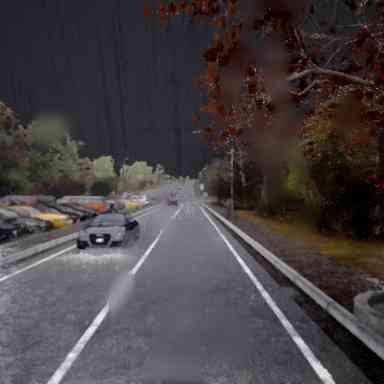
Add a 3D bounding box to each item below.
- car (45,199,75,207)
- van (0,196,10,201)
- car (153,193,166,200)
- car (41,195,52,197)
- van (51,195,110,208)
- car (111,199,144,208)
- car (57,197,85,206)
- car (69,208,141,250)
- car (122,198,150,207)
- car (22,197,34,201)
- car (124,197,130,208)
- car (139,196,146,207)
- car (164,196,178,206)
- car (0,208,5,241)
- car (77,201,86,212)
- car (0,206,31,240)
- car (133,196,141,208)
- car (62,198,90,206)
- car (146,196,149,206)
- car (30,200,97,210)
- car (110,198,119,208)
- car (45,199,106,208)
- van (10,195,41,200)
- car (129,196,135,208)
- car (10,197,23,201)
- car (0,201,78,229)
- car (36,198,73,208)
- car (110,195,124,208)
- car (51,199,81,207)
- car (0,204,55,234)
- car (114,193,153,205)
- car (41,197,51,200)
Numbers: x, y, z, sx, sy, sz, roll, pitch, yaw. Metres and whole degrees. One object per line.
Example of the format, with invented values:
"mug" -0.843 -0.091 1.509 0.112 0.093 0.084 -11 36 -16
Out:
"car" -23.456 1.942 59.246 4.674 1.452 2.002 0 -1 0
"van" -23.322 1.414 37.115 4.442 1.987 1.878 0 0 0
"car" -10.658 1.626 94.619 4.792 1.488 2.163 0 0 0
"car" -23.476 1.538 50.941 5.566 2.045 2.435 0 -1 0
"van" -10.460 1.385 31.502 4.442 1.987 1.878 0 0 0
"car" -10.378 1.829 53.699 4.892 1.521 2.231 0 -1 0
"car" -23.497 1.850 64.664 4.553 1.767 2.185 0 -1 0
"car" -3.390 1.589 14.222 1.994 1.385 4.181 0 0 0
"car" -10.387 1.940 62.027 5.008 1.535 2.097 0 -1 0
"car" -23.466 1.713 42.504 4.792 1.488 2.163 0 -1 0
"car" -10.348 1.661 39.830 4.892 1.521 2.231 0 -1 0
"car" -10.182 1.787 50.924 5.366 1.575 1.946 0 -1 0
"car" -3.560 1.904 62.019 2.033 1.411 5.357 0 -1 0
"car" -10.133 1.513 12.069 5.366 1.575 1.946 0 0 0
"car" -10.303 1.600 23.173 4.792 1.488 2.163 0 0 0
"car" -10.316 1.531 14.845 4.892 1.521 2.231 0 0 0
"car" -10.175 1.713 45.251 5.366 1.575 1.946 0 -1 0
"car" -23.464 2.013 67.433 5.008 1.535 2.097 0 -1 0
"car" -10.560 1.862 56.475 5.366 1.575 1.946 0 -1 0
"car" -10.307 1.613 25.949 4.792 1.488 2.163 0 0 0
"car" -10.376 1.654 34.278 4.792 1.488 2.163 0 0 0
"car" -10.311 1.627 28.725 4.792 1.488 2.163 0 0 0
"van" -23.557 1.489 45.278 4.442 1.987 1.878 0 -1 0
"car" -10.543 1.682 42.598 5.366 1.575 1.946 0 -1 0
"car" -23.463 1.688 39.865 4.792 1.488 2.163 0 0 0
"car" -10.144 1.554 20.397 5.366 1.575 1.946 0 0 0
"car" -23.269 1.861 56.477 5.366 1.575 1.946 0 -1 0
"car" -10.381 1.515 37.052 4.553 1.767 2.185 0 0 0
"car" -23.432 1.969 62.016 4.792 1.488 2.163 0 -1 0
"car" -10.332 1.544 17.621 4.892 1.521 2.231 0 0 0
"car" -10.407 1.652 59.254 5.566 2.045 2.435 0 -1 0
"car" -23.416 1.781 48.169 4.792 1.488 2.163 0 -1 0
